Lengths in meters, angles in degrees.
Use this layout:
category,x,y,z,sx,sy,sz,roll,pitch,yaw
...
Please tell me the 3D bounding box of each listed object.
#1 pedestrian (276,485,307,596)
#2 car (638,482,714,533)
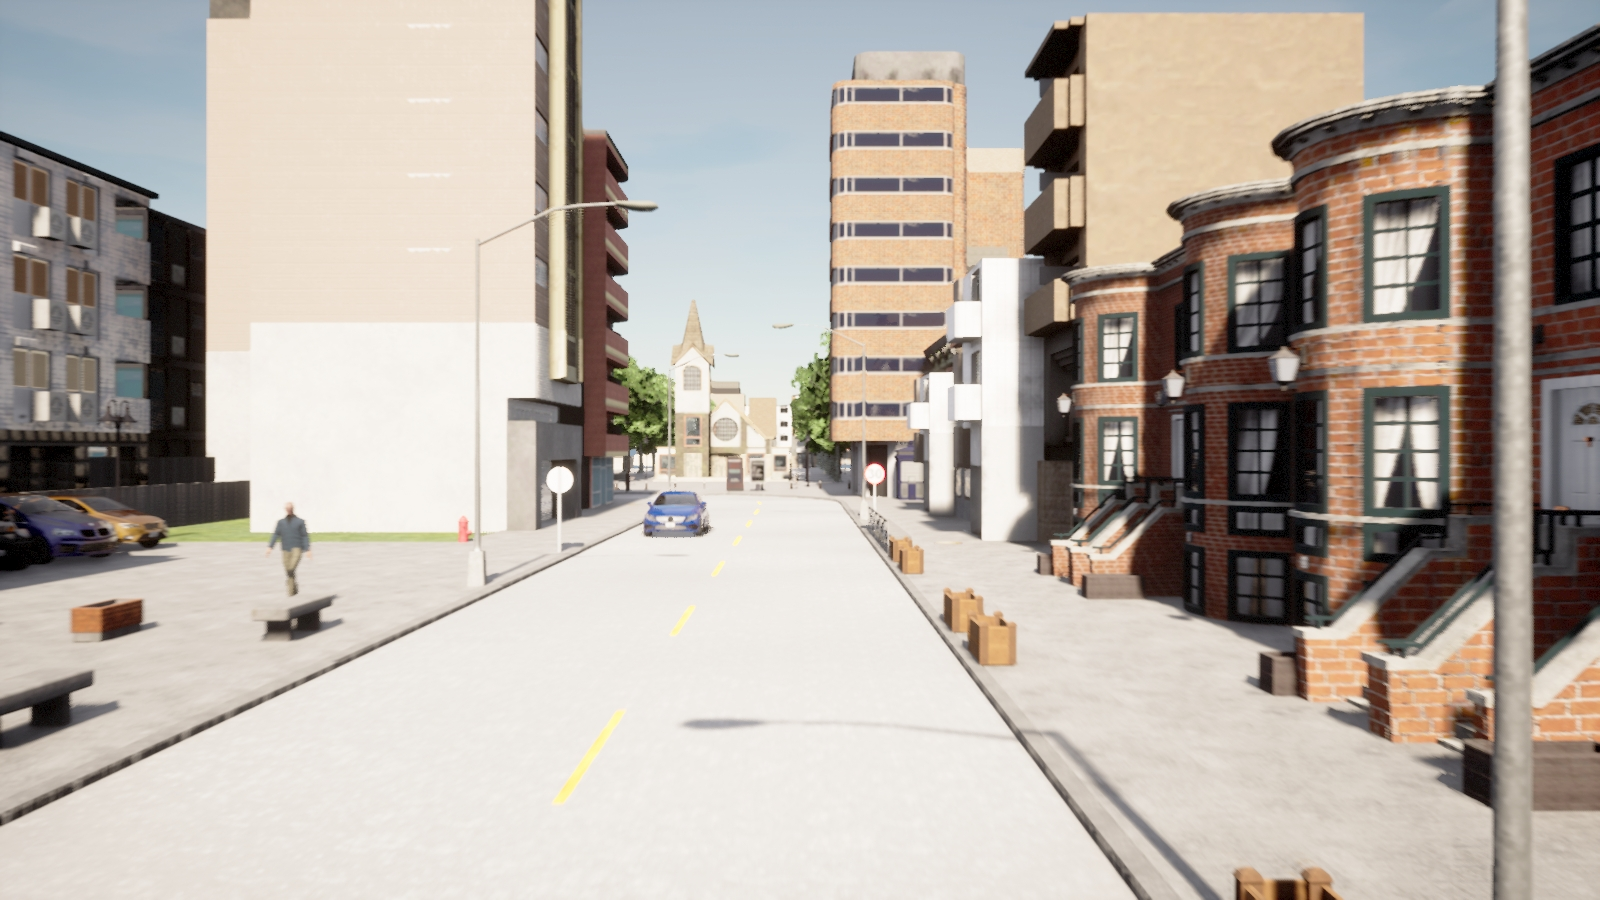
category,x,y,z,sx,sy,sz,roll,pitch,yaw
pedestrian,-8.645,1.525,19.427,0.375,1.860,0.375,0,0,-3
car,-4.047,1.861,37.977,2.002,1.442,4.674,0,0,0
